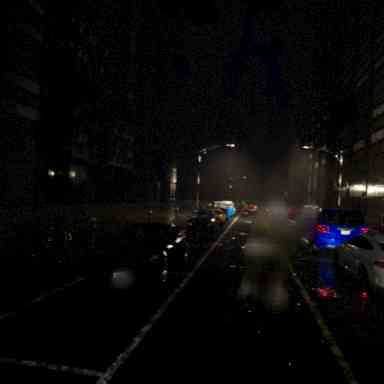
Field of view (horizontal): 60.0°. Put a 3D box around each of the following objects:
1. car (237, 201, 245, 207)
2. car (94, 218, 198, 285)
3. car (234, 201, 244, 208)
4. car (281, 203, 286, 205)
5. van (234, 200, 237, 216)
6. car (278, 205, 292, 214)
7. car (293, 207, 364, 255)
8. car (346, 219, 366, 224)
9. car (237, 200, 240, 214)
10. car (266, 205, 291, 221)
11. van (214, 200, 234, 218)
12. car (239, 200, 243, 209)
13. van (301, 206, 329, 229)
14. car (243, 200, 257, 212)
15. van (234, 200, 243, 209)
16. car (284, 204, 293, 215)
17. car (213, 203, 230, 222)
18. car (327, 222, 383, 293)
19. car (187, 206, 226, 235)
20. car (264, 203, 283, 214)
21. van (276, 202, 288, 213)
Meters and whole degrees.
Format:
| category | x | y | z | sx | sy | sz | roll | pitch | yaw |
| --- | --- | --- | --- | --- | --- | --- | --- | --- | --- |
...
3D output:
| category | x | y | z | sx | sy | sz | roll | pitch | yaw |
| --- | --- | --- | --- | --- | --- | --- | --- | --- | --- |
| car | 12.870 | 3.182 | 87.457 | 1.947 | 1.339 | 4.313 | 3 | -1 | 10 |
| car | -1.242 | 1.607 | 9.773 | 1.947 | 1.339 | 4.313 | 3 | -1 | 10 |
| car | 10.855 | 2.937 | 76.360 | 1.887 | 1.381 | 4.507 | 3 | -1 | 10 |
| car | 15.198 | 2.947 | 52.637 | 1.802 | 1.307 | 4.206 | 3 | -1 | 10 |
| van | 3.809 | 1.947 | 37.519 | 1.690 | 1.788 | 3.998 | 3 | -1 | 10 |
| car | 16.206 | 3.043 | 58.186 | 1.947 | 1.339 | 4.313 | 3 | -1 | 10 |
| car | 6.401 | 1.726 | 15.616 | 2.150 | 2.045 | 5.566 | 3 | -1 | 9 |
| car | 8.144 | 2.121 | 13.796 | 1.887 | 1.381 | 4.507 | 3 | -1 | 10 |
| car | 4.812 | 2.159 | 43.067 | 1.967 | 1.590 | 4.097 | 3 | -1 | 10 |
| car | 9.700 | 2.516 | 37.544 | 1.895 | 1.301 | 4.718 | 3 | -1 | 11 |
| van | 2.801 | 1.834 | 31.970 | 1.690 | 1.788 | 3.998 | 3 | -1 | 10 |
| car | 5.826 | 2.146 | 48.618 | 2.192 | 1.841 | 5.009 | 3 | -1 | 10 |
| van | 11.178 | 2.256 | 30.445 | 1.690 | 1.788 | 3.998 | 3 | -1 | 10 |
| car | 10.679 | 2.558 | 59.880 | 2.097 | 1.767 | 4.553 | 3 | -1 | 10 |
| van | 9.857 | 2.622 | 70.814 | 1.690 | 1.788 | 3.998 | 3 | -1 | 10 |
| car | 14.190 | 2.835 | 47.089 | 1.802 | 1.307 | 4.206 | 3 | -1 | 10 |
| car | 1.753 | 1.902 | 26.252 | 1.752 | 1.417 | 4.829 | 3 | -1 | 10 |
| car | 5.507 | 1.920 | 9.667 | 1.812 | 1.442 | 4.674 | 3 | -1 | 10 |
| car | 0.775 | 1.818 | 20.870 | 2.008 | 1.369 | 4.403 | 3 | -1 | 10 |
| car | 11.516 | 2.721 | 47.789 | 1.895 | 1.301 | 4.718 | 3 | -1 | 10 |
| van | 17.225 | 2.931 | 63.738 | 1.690 | 1.788 | 3.998 | 3 | -1 | 10 |
